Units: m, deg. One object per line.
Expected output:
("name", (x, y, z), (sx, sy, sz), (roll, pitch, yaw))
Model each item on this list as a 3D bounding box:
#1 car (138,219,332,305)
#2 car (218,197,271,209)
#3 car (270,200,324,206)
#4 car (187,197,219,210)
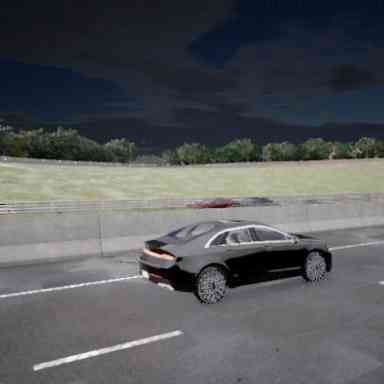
("car", (1.173, 1.404, 7.850), (4.902, 1.511, 2.128), (-1, 1, -29))
("car", (4.817, 1.214, 26.093), (4.892, 1.490, 1.837), (-1, 1, -29))
("car", (8.106, 1.263, 23.913), (4.181, 1.385, 1.994), (-1, 1, -29))
("car", (1.949, 1.192, 28.507), (5.008, 1.535, 1.882), (-1, 1, -29))
